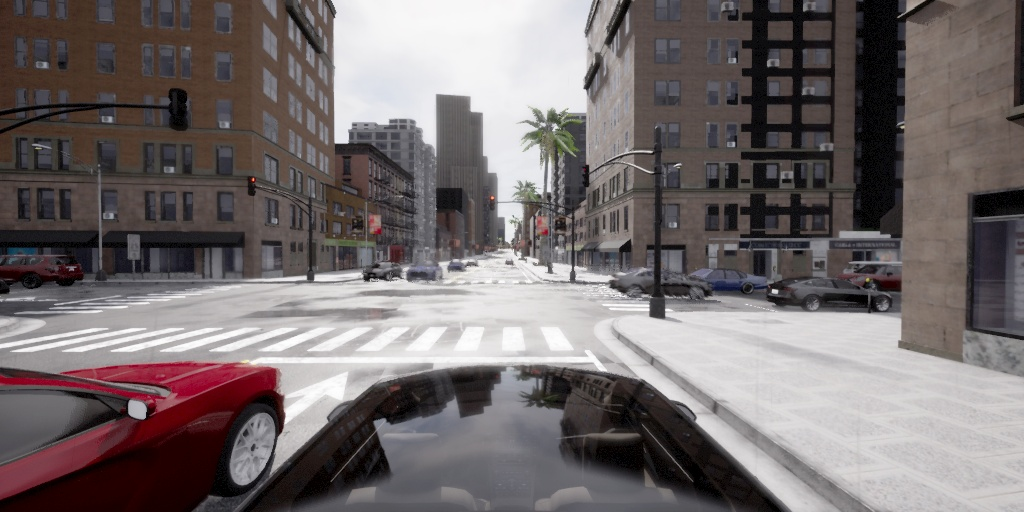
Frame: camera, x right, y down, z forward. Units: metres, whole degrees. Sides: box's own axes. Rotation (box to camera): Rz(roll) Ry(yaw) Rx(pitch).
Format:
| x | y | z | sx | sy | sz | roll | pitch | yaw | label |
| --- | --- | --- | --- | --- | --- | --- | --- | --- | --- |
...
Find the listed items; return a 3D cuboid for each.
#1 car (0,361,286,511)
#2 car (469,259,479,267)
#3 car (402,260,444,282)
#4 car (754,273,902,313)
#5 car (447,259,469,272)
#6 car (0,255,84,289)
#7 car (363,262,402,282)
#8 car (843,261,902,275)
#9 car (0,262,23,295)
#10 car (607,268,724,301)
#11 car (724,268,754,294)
| x | y | z | sx | sy | sz | roll | pitch | yaw | label |
| --- | --- | --- | --- | --- | --- | --- | --- | --- | --- |
| -3.144 | 1.228 | 1.475 | 1.882 | 1.535 | 5.008 | 0 | 0 | 1 | car |
| -7.017 | 1.261 | 64.186 | 2.033 | 1.411 | 5.357 | 0 | 0 | 0 | car |
| -6.794 | 1.083 | 28.339 | 2.097 | 1.767 | 4.553 | 0 | 0 | 0 | car |
| 12.863 | 1.513 | 14.714 | 4.313 | 1.339 | 1.948 | 0 | 0 | 0 | car |
| -6.922 | 1.338 | 44.890 | 1.895 | 1.301 | 4.718 | 0 | 0 | 0 | car |
| -27.280 | 0.835 | 19.908 | 5.009 | 1.841 | 2.192 | 0 | 0 | -9 | car |
| -10.294 | 1.246 | 29.052 | 1.837 | 1.490 | 4.892 | 0 | 0 | 3 | car |
| 21.174 | 1.279 | 20.670 | 4.553 | 1.767 | 2.097 | 0 | 1 | 0 | car |
| -24.035 | 1.126 | 14.574 | 4.892 | 1.490 | 1.837 | 1 | 1 | -9 | car |
| 7.246 | 1.344 | 17.735 | 4.902 | 1.511 | 2.128 | 1 | 1 | 3 | car |
| 11.705 | 1.400 | 20.659 | 5.357 | 1.411 | 2.033 | 0 | 1 | 0 | car |
